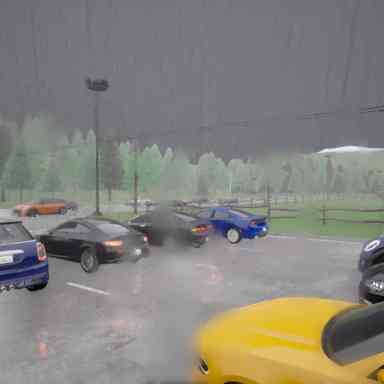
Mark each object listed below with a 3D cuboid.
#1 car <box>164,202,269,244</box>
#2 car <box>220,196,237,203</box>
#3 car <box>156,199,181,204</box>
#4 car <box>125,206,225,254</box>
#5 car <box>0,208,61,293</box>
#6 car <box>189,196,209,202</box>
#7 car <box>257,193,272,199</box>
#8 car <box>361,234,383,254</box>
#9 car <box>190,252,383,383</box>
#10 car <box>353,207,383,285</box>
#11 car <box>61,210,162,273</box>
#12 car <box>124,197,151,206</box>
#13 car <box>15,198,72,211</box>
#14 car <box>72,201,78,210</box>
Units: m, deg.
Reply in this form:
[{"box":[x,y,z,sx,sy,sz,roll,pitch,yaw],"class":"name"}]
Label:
[{"box":[1.164,1.478,15.996,5.008,1.535,1.882,0,0,36],"class":"car"},{"box":[6.497,1.526,59.075,1.812,1.442,4.674,0,0,36],"class":"car"},{"box":[-2.939,1.601,46.162,1.895,1.301,4.718,0,0,36],"class":"car"},{"box":[-1.356,1.505,13.502,4.892,1.490,1.837,0,0,36],"class":"car"},{"box":[-5.400,1.352,7.785,4.553,1.767,2.097,0,0,36],"class":"car"},{"box":[1.325,1.506,63.820,1.837,1.490,4.892,0,0,37],"class":"car"},{"box":[15.569,0.970,71.372,2.097,1.767,4.553,0,0,36],"class":"car"},{"box":[5.069,1.492,4.677,4.902,1.511,2.128,0,0,35],"class":"car"},{"box":[2.289,1.478,2.362,5.008,1.535,1.882,0,0,35],"class":"car"},{"box":[6.524,1.352,7.937,4.553,1.767,2.097,0,0,35],"class":"car"},{"box":[-3.408,1.526,10.665,4.674,1.442,1.812,0,0,36],"class":"car"},{"box":[-8.265,1.525,50.736,1.812,1.442,4.674,0,0,36],"class":"car"},{"box":[-13.745,1.352,30.160,2.097,1.767,4.553,0,0,31],"class":"car"},{"box":[-15.833,1.565,39.981,1.994,1.385,4.181,0,0,34],"class":"car"}]
